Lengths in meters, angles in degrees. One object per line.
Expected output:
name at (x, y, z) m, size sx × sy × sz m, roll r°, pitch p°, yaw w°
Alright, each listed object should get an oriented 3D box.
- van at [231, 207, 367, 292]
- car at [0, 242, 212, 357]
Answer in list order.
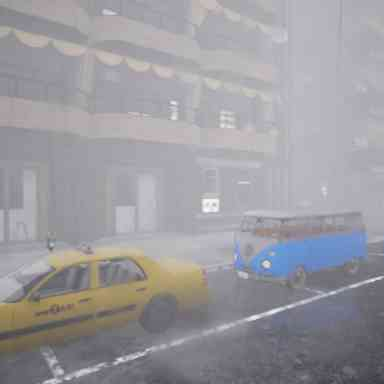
van at (2.847, 1.302, 8.582) m, size 3.998 × 1.788 × 1.690 m, roll 0°, pitch 1°, yaw -36°
car at (-1.922, 1.518, 5.183) m, size 4.829 × 1.417 × 1.752 m, roll 0°, pitch 1°, yaw -36°
